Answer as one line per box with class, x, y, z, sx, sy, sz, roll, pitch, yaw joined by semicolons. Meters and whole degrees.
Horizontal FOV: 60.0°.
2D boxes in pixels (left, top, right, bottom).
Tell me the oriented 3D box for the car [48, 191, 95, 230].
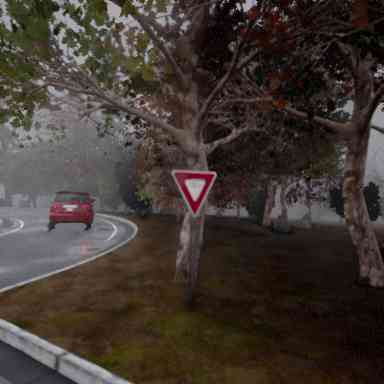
car;-6.915;0.942;19.259;2.150;2.045;5.566;2;0;-17
